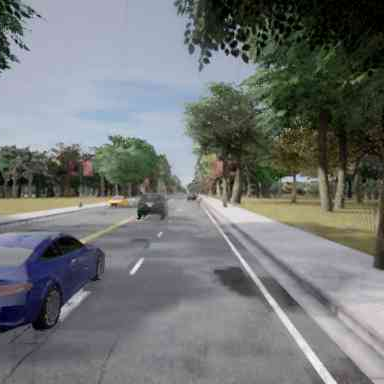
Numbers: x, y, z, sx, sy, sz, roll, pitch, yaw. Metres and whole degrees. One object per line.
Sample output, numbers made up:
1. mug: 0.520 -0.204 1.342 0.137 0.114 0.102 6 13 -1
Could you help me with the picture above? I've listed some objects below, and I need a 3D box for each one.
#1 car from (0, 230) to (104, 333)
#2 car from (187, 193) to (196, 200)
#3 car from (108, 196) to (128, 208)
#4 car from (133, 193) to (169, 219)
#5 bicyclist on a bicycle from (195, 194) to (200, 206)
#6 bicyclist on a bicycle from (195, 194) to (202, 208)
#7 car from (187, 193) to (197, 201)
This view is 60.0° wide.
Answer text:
1. car: -3.156 1.498 6.690 1.812 1.442 4.674 0 0 0
2. car: -0.041 1.020 81.889 2.097 1.767 4.553 0 0 0
3. car: -9.855 1.311 44.662 1.882 1.535 5.008 0 0 0
4. car: -3.177 1.117 27.619 2.150 2.045 5.566 0 0 0
5. bicyclist on a bicycle: 0.867 1.177 51.852 0.659 1.776 1.843 0 0 0
6. bicyclist on a bicycle: 0.861 1.277 42.848 0.866 1.612 1.509 0 0 0
7. car: -0.036 1.082 71.629 2.097 1.767 4.553 0 0 0
